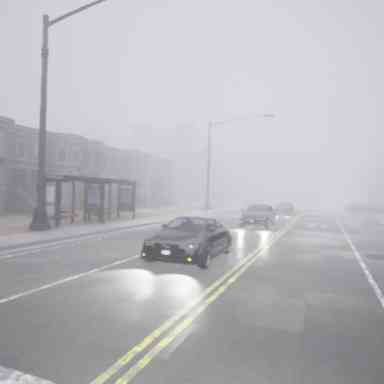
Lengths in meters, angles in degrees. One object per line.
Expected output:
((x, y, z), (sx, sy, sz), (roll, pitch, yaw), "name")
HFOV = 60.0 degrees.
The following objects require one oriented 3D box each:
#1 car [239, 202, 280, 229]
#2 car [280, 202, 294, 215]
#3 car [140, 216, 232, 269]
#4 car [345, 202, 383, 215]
((4.607, 1.586, 22.917), (1.837, 1.490, 4.892), (2, 0, 22), "car")
((10.326, 1.834, 37.186), (2.033, 1.411, 5.357), (2, 0, 22), "car")
((-0.009, 1.535, 11.229), (1.994, 1.385, 4.181), (2, 0, 21), "car")
((22.213, 2.087, 42.670), (4.902, 1.511, 2.128), (0, 0, -1), "car")
